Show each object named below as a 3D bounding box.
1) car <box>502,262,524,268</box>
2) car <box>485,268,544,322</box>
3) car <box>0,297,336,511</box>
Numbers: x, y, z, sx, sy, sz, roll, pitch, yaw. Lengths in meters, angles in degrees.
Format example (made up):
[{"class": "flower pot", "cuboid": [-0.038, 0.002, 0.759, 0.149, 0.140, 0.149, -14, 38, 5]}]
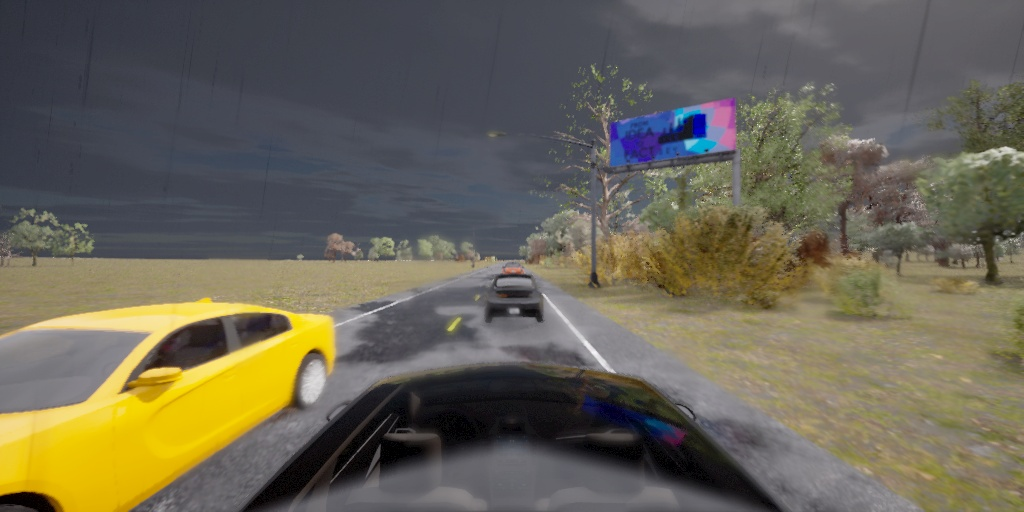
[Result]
[{"class": "car", "cuboid": [0.097, 1.399, 34.810, 2.097, 1.767, 4.553, 0, -1, 0]}, {"class": "car", "cuboid": [0.086, 1.355, 12.712, 1.837, 1.490, 4.892, 0, 0, 0]}, {"class": "car", "cuboid": [-3.591, 1.242, 3.371, 1.882, 1.535, 5.008, 0, 0, 0]}]
